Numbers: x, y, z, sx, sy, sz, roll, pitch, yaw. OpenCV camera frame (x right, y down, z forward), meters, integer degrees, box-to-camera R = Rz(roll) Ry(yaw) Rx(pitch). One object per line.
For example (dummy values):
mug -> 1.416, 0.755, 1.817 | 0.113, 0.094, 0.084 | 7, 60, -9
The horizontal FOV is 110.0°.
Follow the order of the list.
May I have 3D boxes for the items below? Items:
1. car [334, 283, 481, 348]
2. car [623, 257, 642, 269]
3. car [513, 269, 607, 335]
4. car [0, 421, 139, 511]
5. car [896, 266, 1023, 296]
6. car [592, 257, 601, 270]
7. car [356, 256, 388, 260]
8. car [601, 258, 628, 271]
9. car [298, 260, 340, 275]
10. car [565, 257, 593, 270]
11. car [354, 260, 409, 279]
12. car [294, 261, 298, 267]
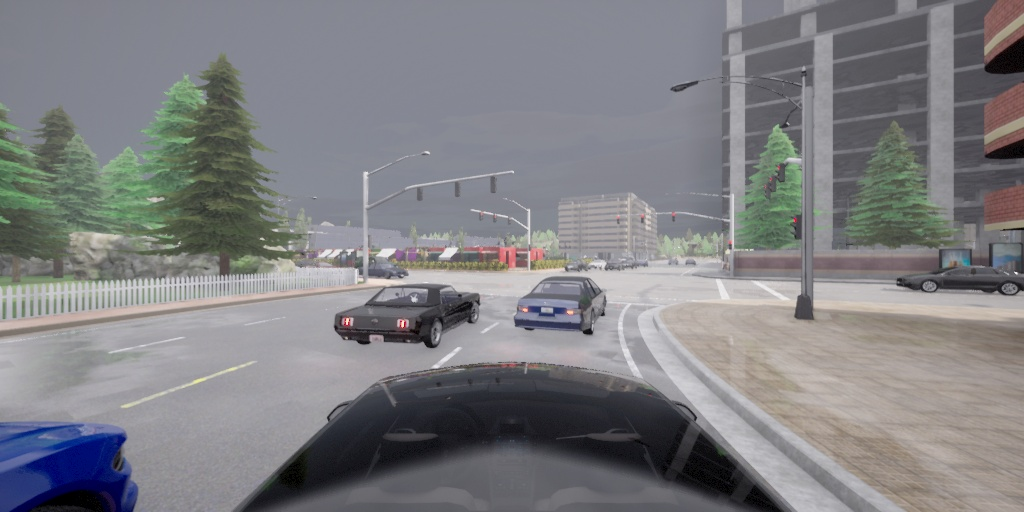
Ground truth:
car -> -2.261, 1.353, 9.296 | 1.895, 1.301, 4.718 | 0, 0, 11
car -> 18.675, 1.258, 57.075 | 2.128, 1.511, 4.902 | 0, 0, 30
car -> 1.674, 1.300, 10.654 | 2.033, 1.411, 5.357 | 0, 0, 20
car -> -3.214, 1.227, 0.115 | 1.882, 1.535, 5.008 | 0, 0, -2
car -> 25.032, 1.316, 20.052 | 4.892, 1.490, 1.837 | 0, 0, 30
car -> 13.053, 1.291, 54.315 | 1.812, 1.442, 4.674 | 0, 0, 30
car -> -14.681, 1.037, 38.809 | 5.566, 2.045, 2.150 | 0, 0, 30
car -> 13.989, 1.328, 48.892 | 1.994, 1.385, 4.181 | 0, 0, 30
car -> -20.076, 1.341, 37.891 | 4.674, 1.442, 1.812 | 0, 0, 30
car -> 8.286, 1.255, 45.963 | 2.128, 1.511, 4.902 | 0, 0, 30
car -> -12.040, 1.362, 33.216 | 5.357, 1.411, 2.033 | 0, 0, 31
car -> -28.368, 1.364, 42.700 | 5.357, 1.411, 2.033 | 0, 0, 30
